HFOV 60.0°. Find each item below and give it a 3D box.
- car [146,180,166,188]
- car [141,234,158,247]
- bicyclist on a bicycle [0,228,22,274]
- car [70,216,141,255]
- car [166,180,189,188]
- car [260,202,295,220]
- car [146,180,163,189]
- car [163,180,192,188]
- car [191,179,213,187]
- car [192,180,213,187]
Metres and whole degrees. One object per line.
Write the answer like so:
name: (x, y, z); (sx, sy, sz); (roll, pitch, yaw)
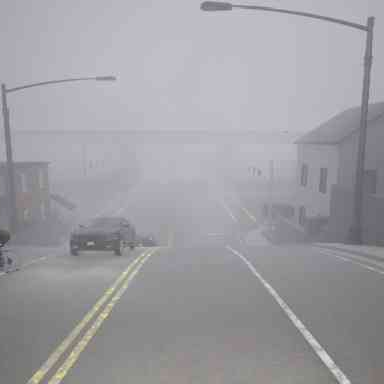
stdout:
car: (-7.818, -1.849, 72.413); (4.536, 1.218, 1.853); (8, 11, 43)
car: (-3.781, 3.950, 26.216); (1.895, 1.301, 4.718); (0, -12, -1)
bicyclist on a bicycle: (-5.558, 1.486, 9.217); (1.656, 1.620, 0.582); (-2, 0, 1)
car: (-3.645, 1.802, 14.378); (1.882, 1.535, 5.008); (0, -5, -1)
car: (-3.131, -1.854, 72.422); (4.536, 1.218, 1.853); (-6, 10, -36)
car: (11.661, 2.379, 42.812); (5.566, 2.045, 2.150); (0, 8, 1)
car: (-7.780, -1.688, 72.401); (4.974, 1.542, 2.038); (8, 11, 43)
car: (-3.172, -1.693, 72.414); (4.974, 1.542, 2.038); (-6, 10, -36)
car: (2.148, -1.971, 73.201); (4.536, 1.218, 1.853); (4, 9, 28)
car: (2.194, -1.811, 73.199); (4.974, 1.542, 2.038); (4, 9, 28)
